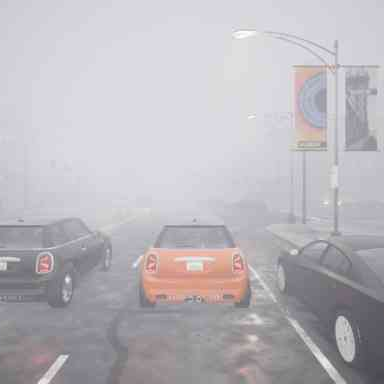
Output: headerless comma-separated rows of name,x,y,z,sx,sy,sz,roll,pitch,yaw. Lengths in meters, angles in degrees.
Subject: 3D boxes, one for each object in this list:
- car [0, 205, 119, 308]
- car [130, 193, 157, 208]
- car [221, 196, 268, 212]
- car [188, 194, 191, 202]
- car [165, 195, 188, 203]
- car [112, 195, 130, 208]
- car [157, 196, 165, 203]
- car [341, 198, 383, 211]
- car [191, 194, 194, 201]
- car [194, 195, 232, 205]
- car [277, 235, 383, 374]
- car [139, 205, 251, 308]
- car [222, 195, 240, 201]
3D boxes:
car,-3.435,1.352,8.093,2.097,1.767,4.553,0,0,0
car,-6.934,1.221,48.225,2.150,2.045,5.566,0,0,2
car,6.180,1.506,38.069,4.892,1.490,1.837,0,2,21
car,-0.525,1.355,79.244,2.097,1.767,4.553,0,0,36
car,-3.125,1.564,68.064,1.994,1.385,4.181,0,0,24
car,-10.348,1.352,49.234,2.097,1.767,4.553,0,0,2
car,-6.518,1.548,69.144,2.033,1.411,5.357,0,0,23
car,20.563,1.477,39.946,5.008,1.535,1.882,0,0,0
car,2.356,1.524,77.232,1.812,1.442,4.674,0,0,36
car,2.846,1.491,46.127,2.128,1.511,4.902,0,0,-33
car,2.902,1.480,5.739,2.097,1.535,5.008,0,0,0
car,0.066,1.352,8.089,2.097,1.767,4.553,0,0,0
car,10.442,1.500,89.436,4.892,1.490,1.837,0,0,-37
